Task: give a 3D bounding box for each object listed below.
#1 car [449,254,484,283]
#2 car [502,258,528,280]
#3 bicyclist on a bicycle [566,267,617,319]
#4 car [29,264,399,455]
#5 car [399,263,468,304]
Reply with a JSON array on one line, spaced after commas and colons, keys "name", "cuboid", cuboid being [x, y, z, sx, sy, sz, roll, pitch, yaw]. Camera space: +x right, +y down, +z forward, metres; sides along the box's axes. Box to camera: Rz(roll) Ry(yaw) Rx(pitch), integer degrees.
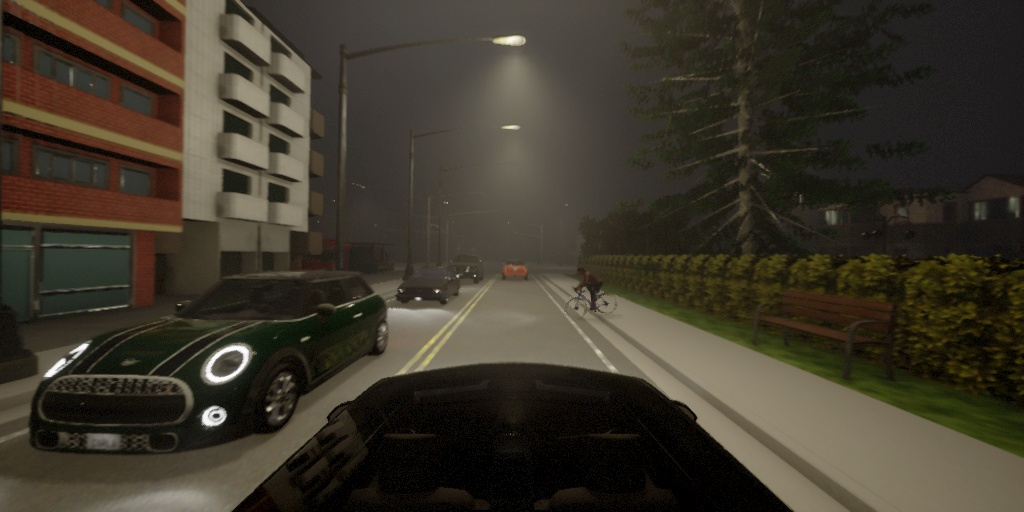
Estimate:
[{"name": "car", "cuboid": [-3.335, 0.865, 26.687, 2.150, 2.045, 5.566, 1, 0, 1]}, {"name": "car", "cuboid": [0.277, 1.057, 30.774, 2.097, 1.767, 4.553, 1, 0, 0]}, {"name": "bicyclist on a bicycle", "cuboid": [2.469, 1.148, 11.470, 1.656, 1.620, 0.582, -8, 0, 1]}, {"name": "car", "cuboid": [-3.547, 1.029, 5.384, 2.097, 1.767, 4.553, 1, 0, 1]}, {"name": "car", "cuboid": [-3.456, 1.208, 16.001, 2.033, 1.411, 5.357, 1, 0, 1]}]
